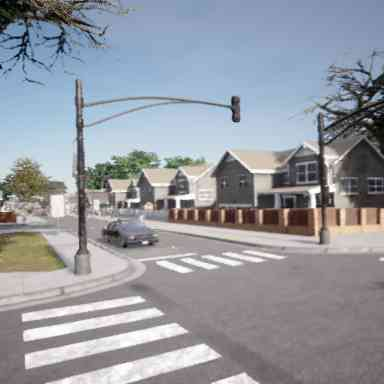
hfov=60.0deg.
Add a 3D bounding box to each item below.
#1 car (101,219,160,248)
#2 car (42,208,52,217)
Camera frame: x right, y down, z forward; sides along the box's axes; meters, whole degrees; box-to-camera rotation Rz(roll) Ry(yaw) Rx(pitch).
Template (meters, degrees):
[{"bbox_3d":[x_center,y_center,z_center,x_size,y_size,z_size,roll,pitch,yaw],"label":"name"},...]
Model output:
[{"bbox_3d":[-3.768,2.319,19.422,2.033,1.411,5.357,-1,-2,-31],"label":"car"},{"bbox_3d":[-33.481,5.027,76.973,1.994,1.385,4.181,-1,-2,-27],"label":"car"}]
